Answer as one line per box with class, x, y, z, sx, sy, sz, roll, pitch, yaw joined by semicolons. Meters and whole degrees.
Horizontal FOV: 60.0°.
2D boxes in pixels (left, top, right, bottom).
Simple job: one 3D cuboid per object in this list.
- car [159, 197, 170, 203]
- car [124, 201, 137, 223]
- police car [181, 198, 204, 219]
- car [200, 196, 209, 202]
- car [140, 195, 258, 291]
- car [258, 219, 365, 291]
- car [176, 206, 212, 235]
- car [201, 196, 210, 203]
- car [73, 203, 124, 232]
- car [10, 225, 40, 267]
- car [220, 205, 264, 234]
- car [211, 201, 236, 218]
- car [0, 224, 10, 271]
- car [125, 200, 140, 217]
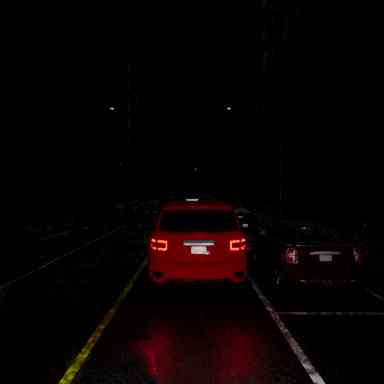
car;-5.602;1.626;68.161;1.802;1.307;4.206;0;0;0
car;-5.659;1.584;25.557;1.802;1.307;4.206;0;0;0
police car;0.015;1.428;30.166;1.930;1.638;5.238;0;0;0
car;2.948;1.617;78.961;2.008;1.369;4.403;0;0;0
car;0.108;1.221;9.133;2.150;2.045;5.566;0;0;-1
car;2.858;1.440;9.048;1.967;1.590;4.097;0;0;0
car;0.109;1.602;19.903;1.895;1.301;4.718;0;0;0
car;2.936;1.580;73.723;1.752;1.417;4.829;0;0;0
car;-5.661;1.567;20.056;1.947;1.339;4.313;0;0;0
car;-5.667;1.582;9.053;1.802;1.307;4.206;0;0;0
car;2.864;1.552;20.051;2.008;1.369;4.403;0;0;0
car;2.870;1.570;31.054;1.947;1.339;4.313;0;0;0
car;-3.103;1.221;0.869;2.150;2.045;5.566;0;0;0
car;-5.656;1.444;31.058;1.967;1.590;4.097;0;0;0
